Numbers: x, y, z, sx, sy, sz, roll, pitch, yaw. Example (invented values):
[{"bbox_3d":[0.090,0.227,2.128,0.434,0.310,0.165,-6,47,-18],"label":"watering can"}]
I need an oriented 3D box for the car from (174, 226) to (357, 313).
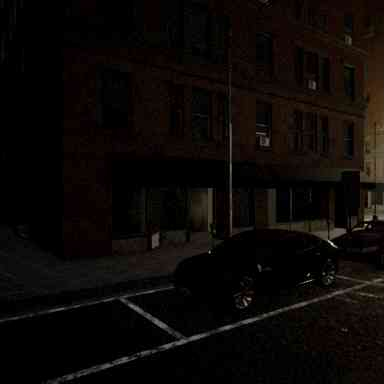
[{"bbox_3d":[1.648,1.566,7.693,4.313,1.339,1.947,0,0,-35],"label":"car"}]

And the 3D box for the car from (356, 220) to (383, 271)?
[{"bbox_3d":[6.135,1.582,10.876,4.206,1.307,1.802,0,0,-35],"label":"car"}]
